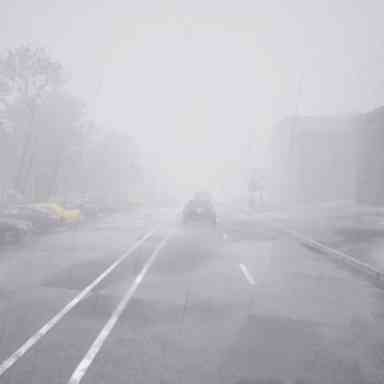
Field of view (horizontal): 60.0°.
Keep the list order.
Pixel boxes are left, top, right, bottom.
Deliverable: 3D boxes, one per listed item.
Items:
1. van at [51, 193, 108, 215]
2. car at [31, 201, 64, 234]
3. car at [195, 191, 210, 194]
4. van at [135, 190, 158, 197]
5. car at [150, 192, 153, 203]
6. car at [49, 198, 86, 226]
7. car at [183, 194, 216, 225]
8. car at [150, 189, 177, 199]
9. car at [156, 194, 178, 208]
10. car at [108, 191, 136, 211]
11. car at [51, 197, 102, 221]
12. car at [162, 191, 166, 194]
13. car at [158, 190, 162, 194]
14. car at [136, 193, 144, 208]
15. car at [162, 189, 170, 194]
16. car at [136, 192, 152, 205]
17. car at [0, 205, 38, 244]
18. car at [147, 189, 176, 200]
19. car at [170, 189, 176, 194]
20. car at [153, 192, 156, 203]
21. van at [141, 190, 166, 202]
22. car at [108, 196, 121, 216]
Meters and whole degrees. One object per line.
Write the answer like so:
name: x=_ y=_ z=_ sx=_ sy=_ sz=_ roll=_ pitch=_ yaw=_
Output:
van: x=-9.061 y=1.091 z=25.842 sx=4.442 sy=1.987 sz=1.878 roll=-1 pitch=1 yaw=-18
car: x=-9.221 y=1.419 z=16.976 sx=4.674 sy=1.452 sz=2.002 roll=-1 pitch=1 yaw=-19
car: x=1.332 y=0.907 z=40.646 sx=2.150 sy=2.045 sz=5.566 roll=0 pitch=1 yaw=3
van: x=-7.831 y=0.850 z=49.564 sx=4.442 sy=1.987 sz=1.878 roll=-1 pitch=1 yaw=-17
car: x=-8.250 y=1.145 z=43.638 sx=5.366 sy=1.575 sz=1.946 roll=-1 pitch=1 yaw=-17
car: x=-9.326 y=1.359 z=19.887 sx=5.366 sy=1.575 sz=1.946 roll=-1 pitch=1 yaw=-19
car: x=0.522 y=1.204 z=22.499 sx=2.097 sy=1.767 sz=4.553 roll=0 pitch=0 yaw=2
car: x=-6.348 y=0.482 z=73.227 sx=5.566 sy=2.045 sz=2.435 roll=-1 pitch=1 yaw=-16
car: x=-2.918 y=1.268 z=42.529 sx=1.895 sy=1.301 sz=4.718 roll=0 pitch=1 yaw=3
car: x=-8.532 y=1.111 z=34.797 sx=4.553 sy=1.767 sz=2.185 roll=-1 pitch=1 yaw=-17
car: x=-9.048 y=1.338 z=22.914 sx=5.008 sy=1.535 sz=2.097 roll=-1 pitch=1 yaw=-18
car: x=-7.379 y=0.996 z=55.523 sx=5.008 sy=1.535 sz=2.097 roll=-1 pitch=0 yaw=-17
car: x=-7.576 y=0.911 z=52.554 sx=4.553 sy=1.767 sz=2.185 roll=-1 pitch=0 yaw=-17
car: x=-8.415 y=1.209 z=37.759 sx=4.892 sy=1.521 sz=2.231 roll=-1 pitch=0 yaw=-17
car: x=-7.228 y=0.705 z=58.460 sx=5.566 sy=2.045 sz=2.435 roll=-1 pitch=1 yaw=-17
car: x=-8.067 y=1.172 z=40.781 sx=5.366 sy=1.575 sz=1.946 roll=-1 pitch=0 yaw=-17
car: x=-9.275 y=1.436 z=14.029 sx=4.674 sy=1.452 sz=2.002 roll=0 pitch=0 yaw=-19
car: x=-6.474 y=0.527 z=70.302 sx=5.566 sy=2.045 sz=2.435 roll=-1 pitch=1 yaw=-17
car: x=-6.503 y=0.817 z=67.405 sx=5.366 sy=1.575 sz=1.946 roll=-1 pitch=1 yaw=-17
car: x=-7.922 y=1.140 z=46.639 sx=4.792 sy=1.488 sz=2.163 roll=-1 pitch=1 yaw=-17
van: x=-7.132 y=0.689 z=61.386 sx=4.442 sy=1.987 sz=1.878 roll=-1 pitch=1 yaw=-17
car: x=-8.832 y=1.331 z=28.855 sx=4.674 sy=1.452 sz=2.002 roll=-1 pitch=0 yaw=-18
